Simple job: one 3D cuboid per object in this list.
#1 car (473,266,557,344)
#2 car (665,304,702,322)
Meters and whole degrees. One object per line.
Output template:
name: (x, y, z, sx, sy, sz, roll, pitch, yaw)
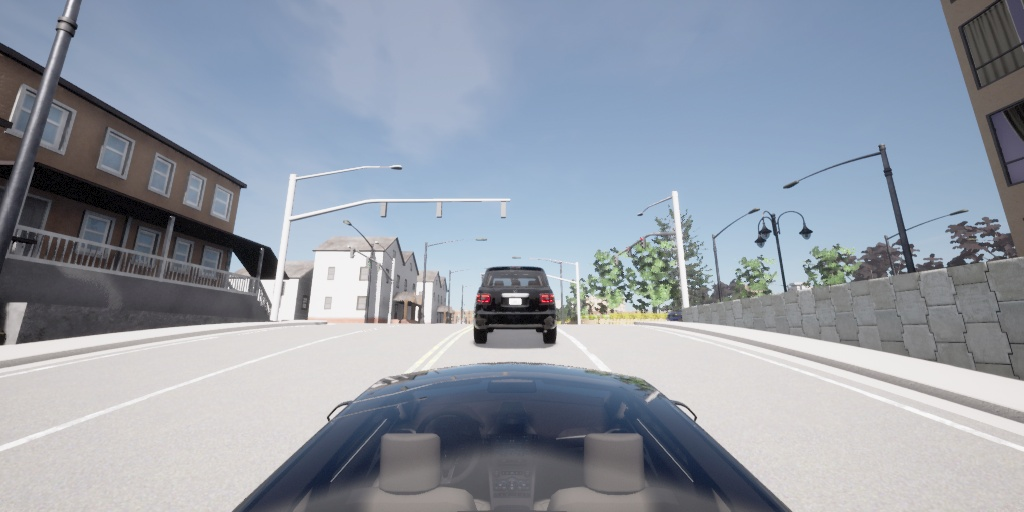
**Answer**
car: (0.088, 1.503, 11.200, 2.150, 2.045, 5.566, 0, -7, 0)
car: (16.555, 5.328, 31.722, 5.566, 2.045, 2.150, 0, -12, 1)
